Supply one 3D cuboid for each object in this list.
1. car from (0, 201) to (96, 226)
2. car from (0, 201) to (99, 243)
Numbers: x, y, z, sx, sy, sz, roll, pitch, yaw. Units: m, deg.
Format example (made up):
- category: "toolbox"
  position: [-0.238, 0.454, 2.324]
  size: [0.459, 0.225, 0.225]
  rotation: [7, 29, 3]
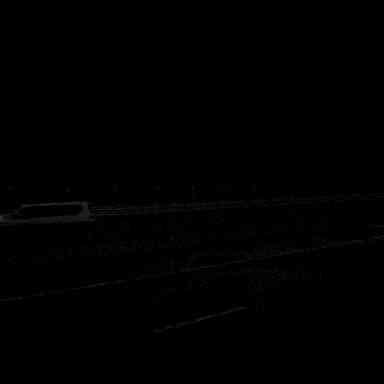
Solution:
- category: "car"
  position: [-7.392, 1.536, 15.877]
  size: [5.566, 2.045, 2.150]
  rotation: [-1, -1, -33]
- category: "car"
  position: [-8.540, 1.593, 19.313]
  size: [5.566, 2.045, 2.150]
  rotation: [-1, -1, -33]
